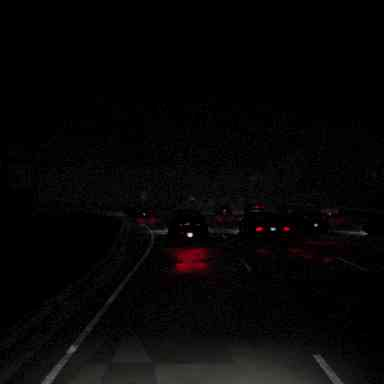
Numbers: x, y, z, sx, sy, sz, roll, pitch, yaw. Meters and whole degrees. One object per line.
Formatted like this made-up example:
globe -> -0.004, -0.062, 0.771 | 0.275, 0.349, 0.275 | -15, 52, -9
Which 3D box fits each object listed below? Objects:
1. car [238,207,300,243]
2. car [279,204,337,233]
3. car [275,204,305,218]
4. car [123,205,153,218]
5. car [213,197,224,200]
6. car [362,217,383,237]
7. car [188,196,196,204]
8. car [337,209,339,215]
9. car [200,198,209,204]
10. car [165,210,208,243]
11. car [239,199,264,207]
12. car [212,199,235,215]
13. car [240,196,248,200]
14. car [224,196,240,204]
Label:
car -> 3.608, 1.731, 17.269 | 2.033, 1.411, 5.357 | 0, -1, 0
car -> 7.107, 1.719, 21.485 | 2.128, 1.511, 4.902 | 0, -1, 0
car -> 10.611, 1.988, 36.239 | 1.895, 1.301, 4.718 | 0, -1, 0
car -> -5.828, 1.978, 35.335 | 1.895, 1.301, 4.718 | 0, -1, -28
car -> 7.022, 2.481, 87.768 | 1.994, 1.385, 4.181 | 0, -1, 0
car -> 10.605, 1.724, 16.474 | 2.033, 1.411, 5.357 | 0, -1, 0
car -> 0.022, 2.449, 87.354 | 2.128, 1.511, 4.902 | 0, -1, 0
car -> 14.111, 1.988, 36.239 | 1.895, 1.301, 4.718 | 0, -1, 0
car -> 3.522, 2.449, 87.353 | 2.128, 1.511, 4.902 | 0, -1, 0
car -> -0.319, 1.686, 17.270 | 1.837, 1.490, 4.892 | 1, -1, -5
car -> 7.111, 1.901, 38.354 | 2.128, 1.511, 4.902 | 0, -1, 0
car -> 3.611, 1.947, 39.415 | 1.812, 1.442, 4.674 | 0, -1, 0
car -> 14.022, 2.424, 87.351 | 1.837, 1.490, 4.892 | 0, -1, 0
car -> 10.522, 2.149, 87.384 | 2.150, 2.045, 5.566 | 0, -1, 0
